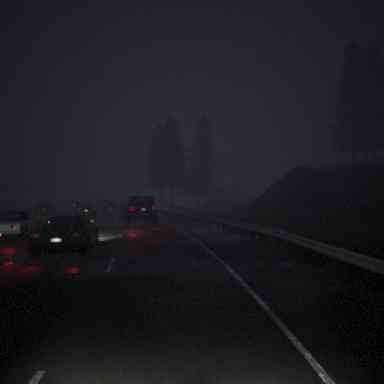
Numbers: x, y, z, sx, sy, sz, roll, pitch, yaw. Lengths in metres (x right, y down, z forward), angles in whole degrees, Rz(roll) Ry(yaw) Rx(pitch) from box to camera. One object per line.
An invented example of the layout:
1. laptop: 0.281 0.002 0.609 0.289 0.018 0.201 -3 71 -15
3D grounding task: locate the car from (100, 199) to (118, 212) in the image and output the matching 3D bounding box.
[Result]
1. car: -10.199 1.592 39.883 1.837 1.490 4.892 0 0 -26

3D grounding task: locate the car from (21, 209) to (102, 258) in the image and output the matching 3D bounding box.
1. car: -4.907 1.596 13.159 1.994 1.385 4.181 0 0 -10

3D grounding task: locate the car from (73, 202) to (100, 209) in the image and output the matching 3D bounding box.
1. car: -10.125 1.637 31.315 1.994 1.385 4.181 0 0 -22

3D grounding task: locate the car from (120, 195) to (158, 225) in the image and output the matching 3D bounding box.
1. car: -4.011 1.270 24.725 2.150 2.045 5.566 0 0 -17

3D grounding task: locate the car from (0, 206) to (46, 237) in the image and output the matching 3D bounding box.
1. car: -9.204 1.650 17.213 1.895 1.301 4.718 0 0 -13

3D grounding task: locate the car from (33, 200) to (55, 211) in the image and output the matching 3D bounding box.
1. car: -15.366 1.568 34.608 1.882 1.535 5.008 0 0 -25
